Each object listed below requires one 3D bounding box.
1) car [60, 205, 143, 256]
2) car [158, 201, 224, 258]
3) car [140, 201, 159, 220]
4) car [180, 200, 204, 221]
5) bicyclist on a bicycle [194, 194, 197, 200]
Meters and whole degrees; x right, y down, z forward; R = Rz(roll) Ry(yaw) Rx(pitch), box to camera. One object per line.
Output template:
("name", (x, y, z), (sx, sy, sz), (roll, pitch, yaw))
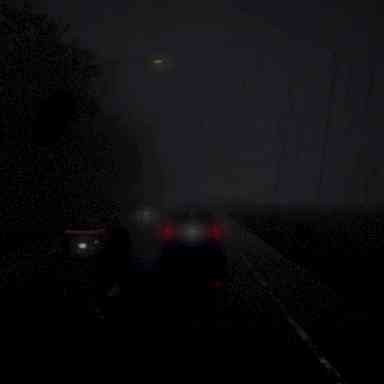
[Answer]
("car", (-3.453, 1.490, 12.975), (2.128, 1.511, 4.902), (0, 0, 0))
("car", (0.047, 1.349, 12.908), (2.097, 1.767, 4.553), (0, 0, 0))
("car", (-3.451, 1.501, 27.983), (1.837, 1.490, 4.892), (0, 0, 1))
("car", (0.049, 1.501, 27.987), (1.837, 1.490, 4.892), (0, 0, 0))
("bicyclist on a bicycle", (0.972, 1.358, 89.258), (0.659, 1.776, 1.843), (0, 0, 0))
